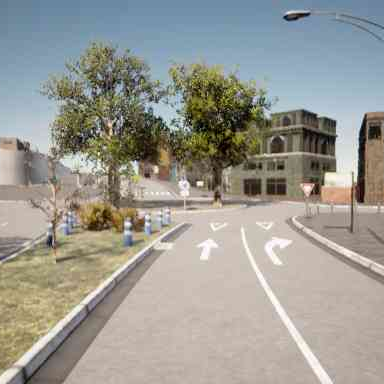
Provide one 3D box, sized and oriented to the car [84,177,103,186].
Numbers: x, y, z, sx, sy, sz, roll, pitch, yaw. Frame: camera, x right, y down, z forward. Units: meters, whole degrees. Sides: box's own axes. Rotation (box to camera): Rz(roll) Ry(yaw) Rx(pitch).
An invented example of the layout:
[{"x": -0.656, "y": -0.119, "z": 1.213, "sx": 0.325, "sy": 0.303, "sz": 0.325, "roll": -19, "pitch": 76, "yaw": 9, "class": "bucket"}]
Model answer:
[{"x": -26.999, "y": -2.475, "z": 90.869, "sx": 4.792, "sy": 1.488, "sz": 2.163, "roll": -3, "pitch": 7, "yaw": -33, "class": "car"}]
